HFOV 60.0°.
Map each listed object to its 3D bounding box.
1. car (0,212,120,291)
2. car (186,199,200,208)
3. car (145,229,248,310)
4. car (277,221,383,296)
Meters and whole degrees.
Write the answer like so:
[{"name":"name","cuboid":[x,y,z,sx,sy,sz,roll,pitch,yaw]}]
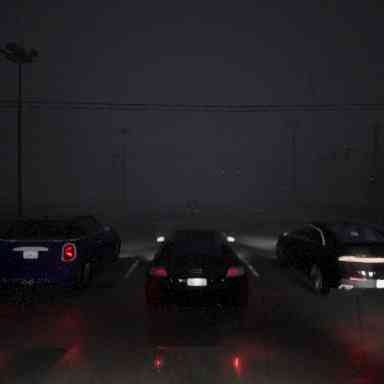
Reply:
[{"name":"car","cuboid":[-3.406,1.351,9.156,2.097,1.767,4.553,0,0,0]},{"name":"car","cuboid":[0.078,1.601,46.410,1.895,1.301,4.718,0,0,0]},{"name":"car","cuboid":[0.091,1.564,7.898,1.994,1.385,4.181,0,0,0]},{"name":"car","cuboid":[3.595,1.492,8.628,2.128,1.511,4.902,0,0,0]}]
